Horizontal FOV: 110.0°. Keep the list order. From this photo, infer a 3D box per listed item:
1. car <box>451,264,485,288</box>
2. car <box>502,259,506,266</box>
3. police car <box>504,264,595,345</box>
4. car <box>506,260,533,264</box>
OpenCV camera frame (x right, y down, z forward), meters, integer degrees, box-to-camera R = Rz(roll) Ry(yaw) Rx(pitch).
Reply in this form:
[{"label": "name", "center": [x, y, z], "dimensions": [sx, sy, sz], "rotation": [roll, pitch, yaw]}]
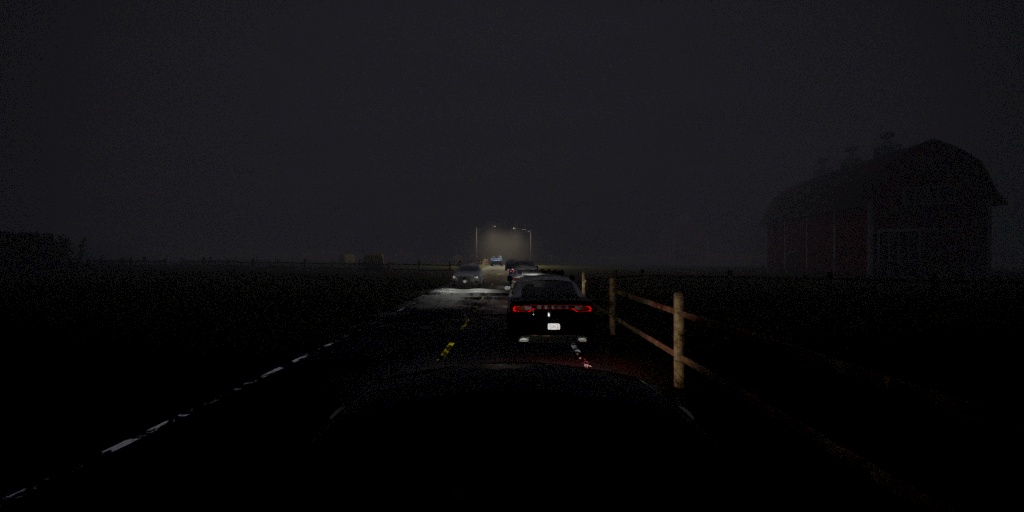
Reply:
[{"label": "car", "center": [-2.866, 1.274, 24.097], "dimensions": [1.812, 1.442, 4.674], "rotation": [0, 0, 0]}, {"label": "car", "center": [0.020, 1.220, 49.789], "dimensions": [1.882, 1.535, 5.008], "rotation": [0, 0, 0]}, {"label": "police car", "center": [0.819, 1.174, 9.607], "dimensions": [1.930, 1.638, 5.238], "rotation": [0, 0, 0]}, {"label": "car", "center": [0.806, 1.099, 25.467], "dimensions": [2.097, 1.767, 4.553], "rotation": [0, 0, 0]}]
